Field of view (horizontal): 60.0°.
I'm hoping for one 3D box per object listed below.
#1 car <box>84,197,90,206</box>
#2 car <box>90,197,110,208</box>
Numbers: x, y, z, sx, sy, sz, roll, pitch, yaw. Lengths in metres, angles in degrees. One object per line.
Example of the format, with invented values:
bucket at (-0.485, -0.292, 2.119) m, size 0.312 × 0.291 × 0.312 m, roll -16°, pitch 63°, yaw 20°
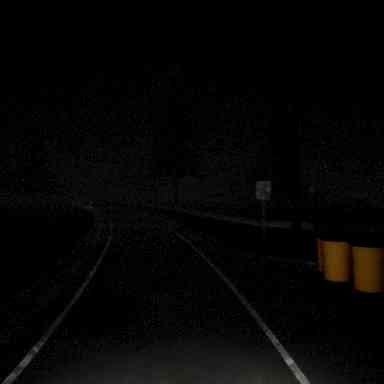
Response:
car at (-17.563, 1.640, 57.981) m, size 1.812 × 1.442 × 4.674 m, roll 0°, pitch 0°, yaw -25°
car at (-13.356, 1.653, 48.971) m, size 1.994 × 1.385 × 4.181 m, roll 0°, pitch 0°, yaw -25°
